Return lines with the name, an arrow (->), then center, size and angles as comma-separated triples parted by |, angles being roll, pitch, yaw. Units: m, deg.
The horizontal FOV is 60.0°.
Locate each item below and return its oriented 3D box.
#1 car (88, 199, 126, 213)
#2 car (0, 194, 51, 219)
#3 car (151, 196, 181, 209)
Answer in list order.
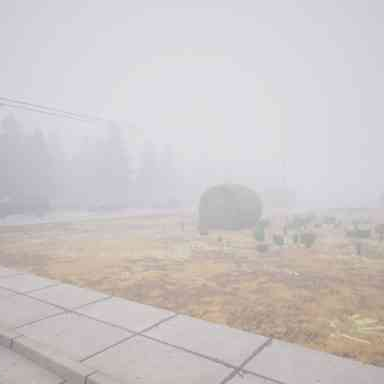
car -> -9.560, 1.552, 37.778 | 1.812, 1.442, 4.674 | 0, 0, 37
car -> -15.513, 1.248, 29.733 | 2.150, 2.045, 5.566 | 0, 0, 36
car -> -3.590, 1.379, 45.852 | 2.097, 1.767, 4.553 | 0, 0, 37
